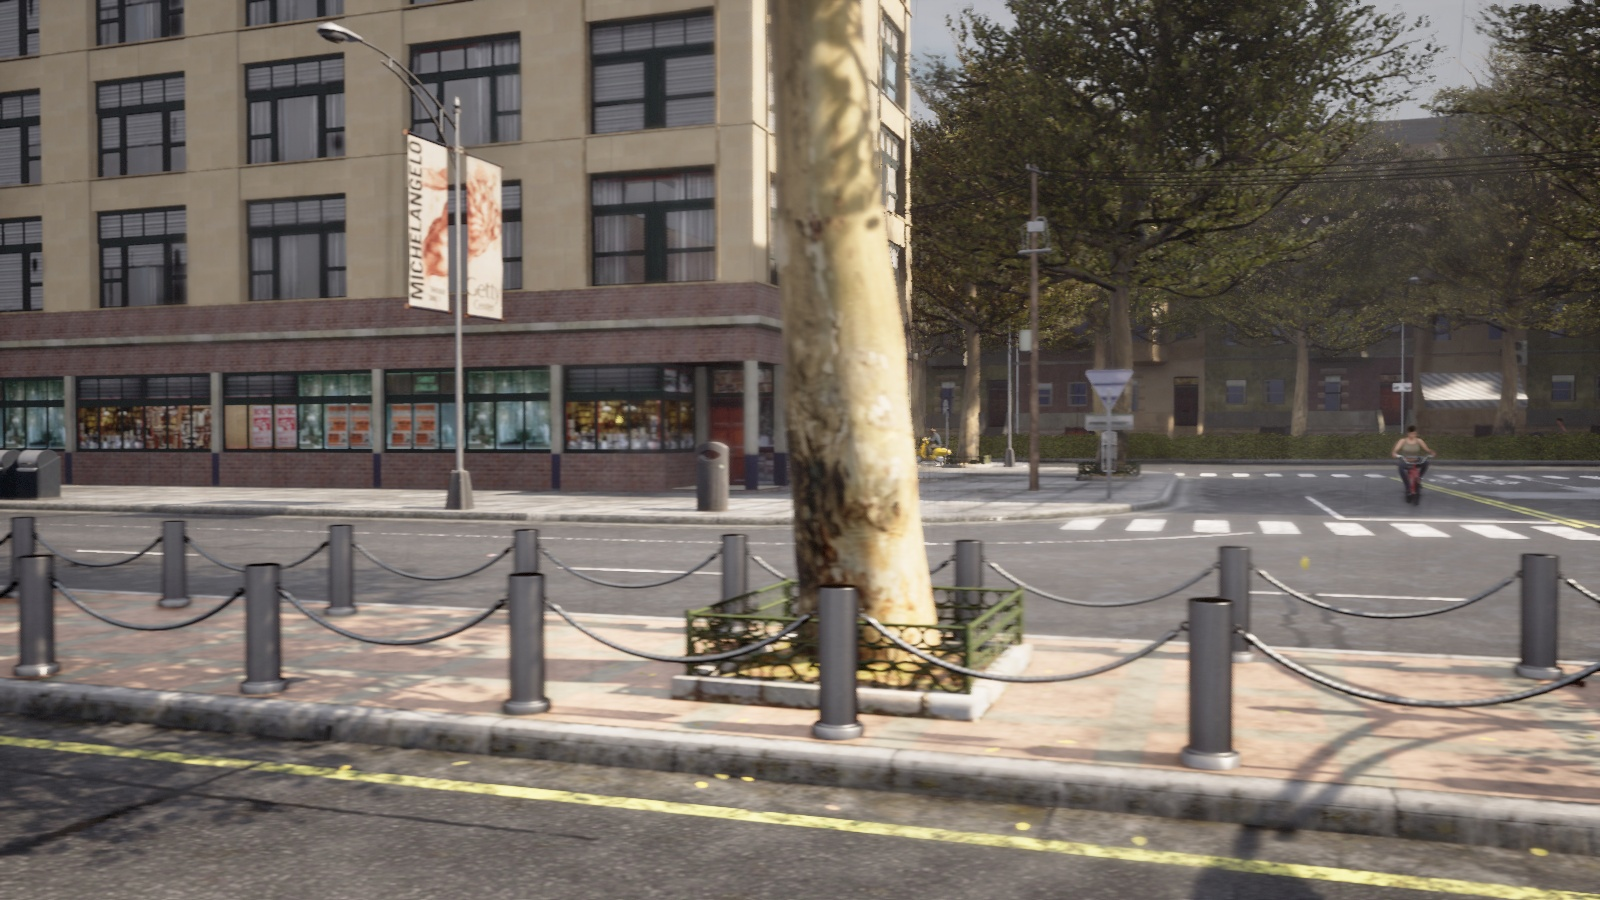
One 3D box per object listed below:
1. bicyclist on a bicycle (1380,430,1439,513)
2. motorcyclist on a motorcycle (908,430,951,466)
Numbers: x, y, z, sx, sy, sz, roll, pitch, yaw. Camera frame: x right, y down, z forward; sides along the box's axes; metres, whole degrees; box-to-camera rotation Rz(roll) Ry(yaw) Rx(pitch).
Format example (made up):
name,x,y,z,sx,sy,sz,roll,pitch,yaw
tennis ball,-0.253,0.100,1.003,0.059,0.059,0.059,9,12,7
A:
name,x,y,z,sx,sy,sz,roll,pitch,yaw
bicyclist on a bicycle,12.298,0.403,25.365,0.866,1.612,1.509,0,1,18
motorcyclist on a motorcycle,5.896,-0.112,57.096,1.817,1.590,0.866,1,1,18
